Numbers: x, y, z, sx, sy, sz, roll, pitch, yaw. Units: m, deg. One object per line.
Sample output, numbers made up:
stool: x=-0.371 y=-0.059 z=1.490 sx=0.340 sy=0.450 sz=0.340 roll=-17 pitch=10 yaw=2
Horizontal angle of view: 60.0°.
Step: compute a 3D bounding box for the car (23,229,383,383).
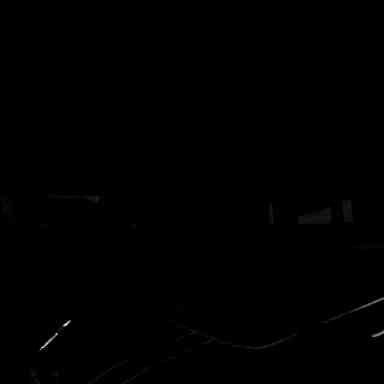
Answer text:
car: x=0.708 y=1.363 z=3.568 sx=4.553 sy=1.767 sz=2.097 roll=0 pitch=0 yaw=-35
